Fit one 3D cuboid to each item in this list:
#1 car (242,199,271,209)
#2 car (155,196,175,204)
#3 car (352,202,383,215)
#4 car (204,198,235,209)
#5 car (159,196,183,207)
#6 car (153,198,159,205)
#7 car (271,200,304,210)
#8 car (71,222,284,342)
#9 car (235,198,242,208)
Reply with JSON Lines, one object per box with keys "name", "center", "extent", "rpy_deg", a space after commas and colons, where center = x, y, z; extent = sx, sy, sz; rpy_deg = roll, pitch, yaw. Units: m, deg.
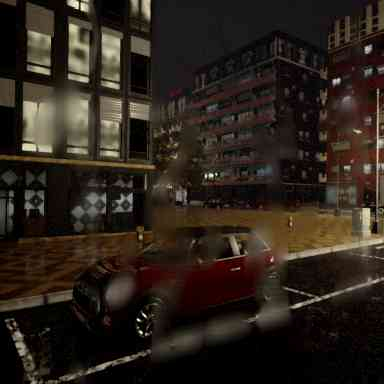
{"name": "car", "center": [10.209, 1.799, 50.662], "extent": [1.887, 1.381, 4.507], "rpy_deg": [1, -1, -35]}
{"name": "car", "center": [-6.121, 1.724, 73.842], "extent": [2.192, 1.841, 5.009], "rpy_deg": [1, -1, -35]}
{"name": "car", "center": [20.007, 1.730, 36.755], "extent": [1.947, 1.339, 4.313], "rpy_deg": [1, -1, -35]}
{"name": "car", "center": [3.355, 1.677, 45.839], "extent": [2.008, 1.369, 4.403], "rpy_deg": [1, -1, -35]}
{"name": "car", "center": [-3.177, 1.732, 55.110], "extent": [1.887, 1.381, 4.507], "rpy_deg": [1, -1, -35]}
{"name": "car", "center": [-6.443, 1.763, 59.746], "extent": [1.887, 1.381, 4.507], "rpy_deg": [1, -1, -35]}
{"name": "car", "center": [13.475, 1.806, 46.026], "extent": [1.802, 1.307, 4.206], "rpy_deg": [1, -1, -35]}
{"name": "car", "center": [-0.151, 1.441, 6.430], "extent": [4.097, 1.590, 1.967], "rpy_deg": [0, 1, -35]}
{"name": "car", "center": [6.943, 1.725, 55.298], "extent": [1.967, 1.590, 4.097], "rpy_deg": [1, -1, -35]}
